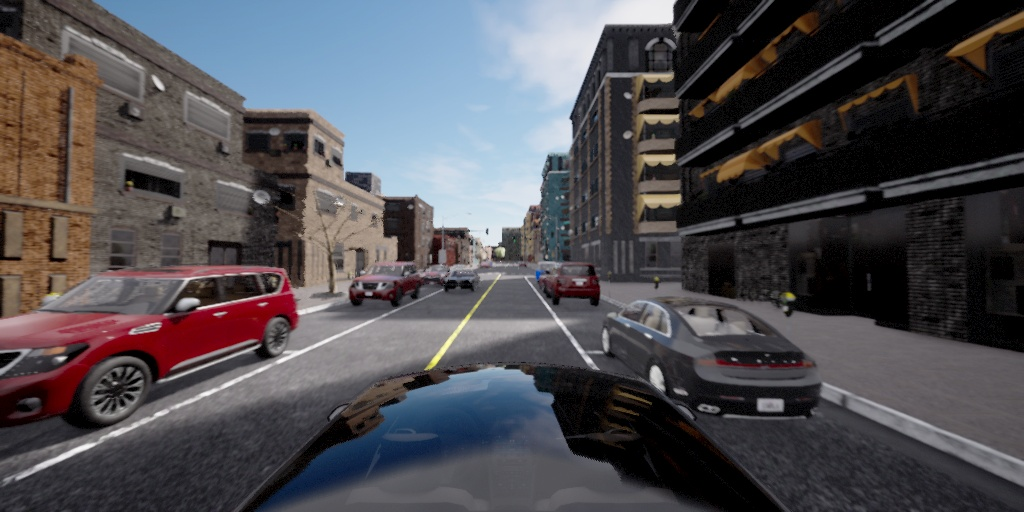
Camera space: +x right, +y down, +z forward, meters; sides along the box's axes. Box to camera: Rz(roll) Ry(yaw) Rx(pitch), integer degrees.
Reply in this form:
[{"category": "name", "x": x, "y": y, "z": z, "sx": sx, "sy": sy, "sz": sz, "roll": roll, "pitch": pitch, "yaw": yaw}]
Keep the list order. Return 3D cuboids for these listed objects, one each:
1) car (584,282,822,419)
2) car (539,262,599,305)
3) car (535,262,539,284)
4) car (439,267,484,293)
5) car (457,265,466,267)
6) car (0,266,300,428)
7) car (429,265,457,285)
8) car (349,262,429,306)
[{"category": "car", "x": 2.690, "y": 1.340, "z": 5.921, "sx": 2.007, "sy": 1.370, "sz": 4.403, "roll": 0, "pitch": 0, "yaw": 0}, {"category": "car", "x": 2.686, "y": 1.204, "z": 16.735, "sx": 2.192, "sy": 1.841, "sz": 5.009, "roll": 0, "pitch": 0, "yaw": 0}, {"category": "car", "x": 2.684, "y": 1.380, "z": 22.142, "sx": 1.967, "sy": 1.591, "sz": 4.097, "roll": 0, "pitch": 0, "yaw": 0}, {"category": "car", "x": -3.106, "y": 1.547, "z": 22.894, "sx": 1.895, "sy": 1.301, "sz": 4.718, "roll": 0, "pitch": -1, "yaw": 0}, {"category": "car", "x": -5.702, "y": 1.640, "z": 38.368, "sx": 2.007, "sy": 1.370, "sz": 4.403, "roll": 0, "pitch": 0, "yaw": 0}, {"category": "car", "x": -5.691, "y": 1.104, "z": 5.926, "sx": 2.192, "sy": 1.841, "sz": 5.009, "roll": 0, "pitch": 0, "yaw": 0}, {"category": "car", "x": -5.698, "y": 1.429, "z": 27.554, "sx": 1.967, "sy": 1.591, "sz": 4.097, "roll": 0, "pitch": 0, "yaw": 0}, {"category": "car", "x": -5.695, "y": 1.204, "z": 16.740, "sx": 2.192, "sy": 1.841, "sz": 5.009, "roll": 0, "pitch": 0, "yaw": 0}]
